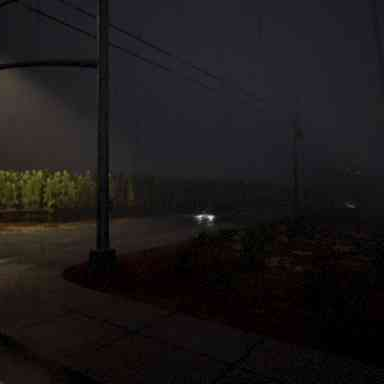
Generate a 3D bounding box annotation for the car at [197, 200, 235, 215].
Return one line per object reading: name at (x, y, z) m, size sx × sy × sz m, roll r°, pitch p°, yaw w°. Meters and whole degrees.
car at (2.593, 1.534, 34.523) m, size 2.033 × 1.411 × 5.357 m, roll 0°, pitch 0°, yaw 33°
